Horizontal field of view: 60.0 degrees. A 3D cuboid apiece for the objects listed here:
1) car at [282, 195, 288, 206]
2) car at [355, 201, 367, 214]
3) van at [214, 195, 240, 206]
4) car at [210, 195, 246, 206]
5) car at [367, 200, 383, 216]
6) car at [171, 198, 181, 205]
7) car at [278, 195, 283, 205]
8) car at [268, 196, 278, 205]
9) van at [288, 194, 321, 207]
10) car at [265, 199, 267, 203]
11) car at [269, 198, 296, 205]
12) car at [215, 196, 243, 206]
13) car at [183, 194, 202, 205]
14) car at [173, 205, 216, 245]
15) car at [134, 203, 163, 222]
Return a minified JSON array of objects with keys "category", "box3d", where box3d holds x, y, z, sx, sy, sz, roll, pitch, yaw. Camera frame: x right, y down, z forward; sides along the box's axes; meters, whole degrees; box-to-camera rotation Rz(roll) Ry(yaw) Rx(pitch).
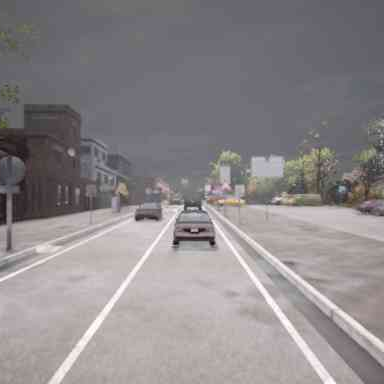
[{"category":"car","box3d":[18.693,1.652,56.506,5.366,1.575,1.946,0,-1,0]},{"category":"car","box3d":[18.675,1.500,32.918,4.674,1.452,2.002,0,0,0]},{"category":"van","box3d":[6.325,1.502,60.216,4.442,1.987,1.878,0,-1,0]},{"category":"car","box3d":[6.074,1.609,54.255,5.366,1.575,1.946,0,-1,0]},{"category":"car","box3d":[18.746,1.333,29.748,4.553,1.767,2.185,0,0,0]},{"category":"car","box3d":[-3.350,1.960,68.444,1.882,1.535,5.008,0,-2,0]},{"category":"car","box3d":[18.672,1.704,59.167,5.366,1.575,1.946,0,-1,0]},{"category":"car","box3d":[18.410,1.589,64.887,5.566,2.045,2.435,0,-2,-1]},{"category":"van","box3d":[18.415,1.380,53.714,4.442,1.987,1.878,0,-1,0]},{"category":"car","box3d":[18.339,1.750,70.346,5.566,2.045,2.435,0,-2,-1]},{"category":"car","box3d":[18.396,1.922,67.671,4.892,1.521,2.231,0,-2,-1]},{"category":"car","box3d":[6.265,1.537,57.177,4.553,1.767,2.185,0,-1,0]},{"category":"car","box3d":[0.073,1.238,41.809,2.150,2.045,5.566,0,0,-1]},{"category":"car","box3d":[0.095,1.555,15.648,2.033,1.411,5.357,0,0,0]},{"category":"car","box3d":[-3.358,1.557,26.774,2.033,1.411,5.357,0,0,0]}]
